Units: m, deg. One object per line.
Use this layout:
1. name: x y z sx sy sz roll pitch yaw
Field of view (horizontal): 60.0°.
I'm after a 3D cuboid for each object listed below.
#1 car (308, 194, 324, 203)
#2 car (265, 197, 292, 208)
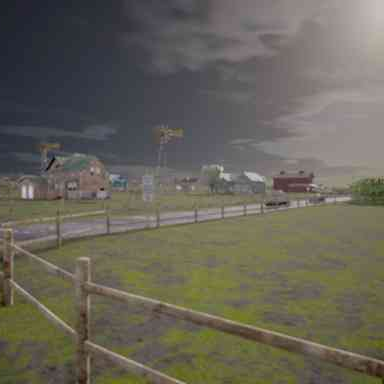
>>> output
1. car: 21.054 1.020 56.051 2.128 1.511 4.902 0 0 35
2. car: 10.837 1.225 41.185 1.895 1.301 4.718 0 0 35
